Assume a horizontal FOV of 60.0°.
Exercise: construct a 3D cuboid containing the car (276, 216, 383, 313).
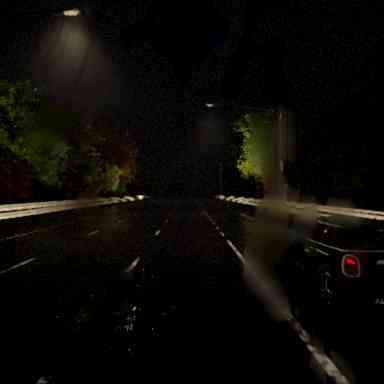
[{"bbox_3d":[3.508,1.343,7.832,2.097,1.767,4.553,0,0,-1],"label":"car"}]
